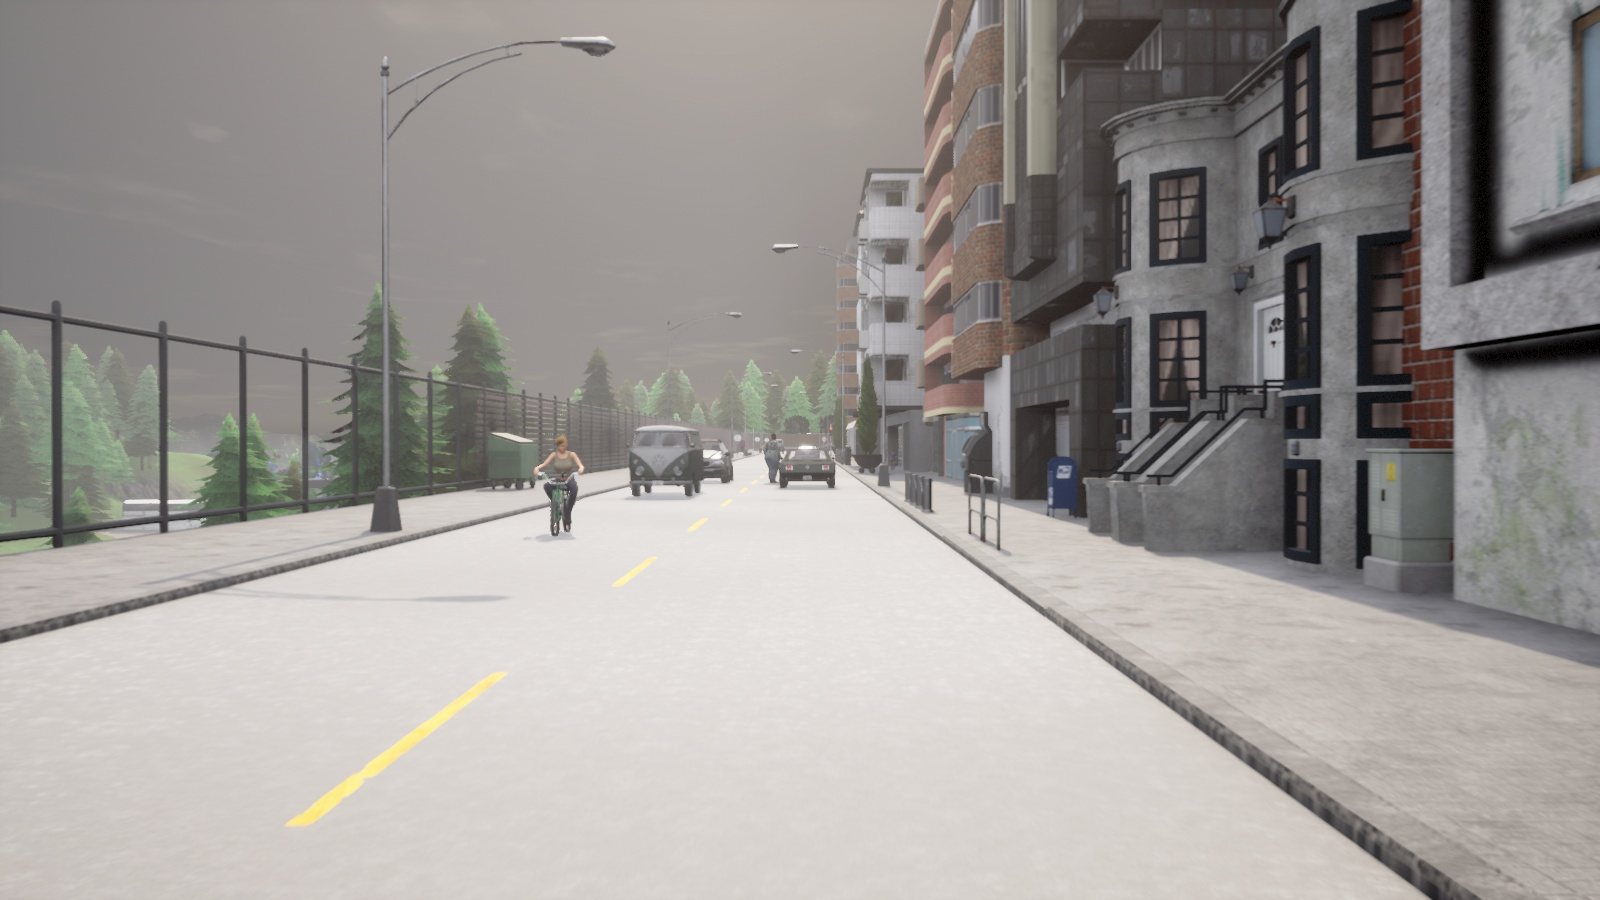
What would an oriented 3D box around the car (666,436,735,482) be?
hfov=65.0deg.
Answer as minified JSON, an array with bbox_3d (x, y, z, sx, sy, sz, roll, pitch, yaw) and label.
[{"bbox_3d":[-3.719,0.319,47.620,2.242,1.667,4.611,0,0,0],"label":"car"}]

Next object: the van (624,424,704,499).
[{"bbox_3d":[-3.785,0.295,35.689,1.775,1.987,4.442,0,0,0],"label":"van"}]

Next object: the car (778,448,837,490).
[{"bbox_3d":[0.252,0.607,42.690,1.895,1.301,4.718,0,0,0],"label":"car"}]

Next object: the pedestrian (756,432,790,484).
[{"bbox_3d":[-0.994,0.284,45.797,0.874,1.855,0.900,0,0,45],"label":"pedestrian"}]

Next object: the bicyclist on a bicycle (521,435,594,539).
[{"bbox_3d":[-3.867,0.566,20.155,0.866,1.612,1.509,0,0,1],"label":"bicyclist on a bicycle"}]
